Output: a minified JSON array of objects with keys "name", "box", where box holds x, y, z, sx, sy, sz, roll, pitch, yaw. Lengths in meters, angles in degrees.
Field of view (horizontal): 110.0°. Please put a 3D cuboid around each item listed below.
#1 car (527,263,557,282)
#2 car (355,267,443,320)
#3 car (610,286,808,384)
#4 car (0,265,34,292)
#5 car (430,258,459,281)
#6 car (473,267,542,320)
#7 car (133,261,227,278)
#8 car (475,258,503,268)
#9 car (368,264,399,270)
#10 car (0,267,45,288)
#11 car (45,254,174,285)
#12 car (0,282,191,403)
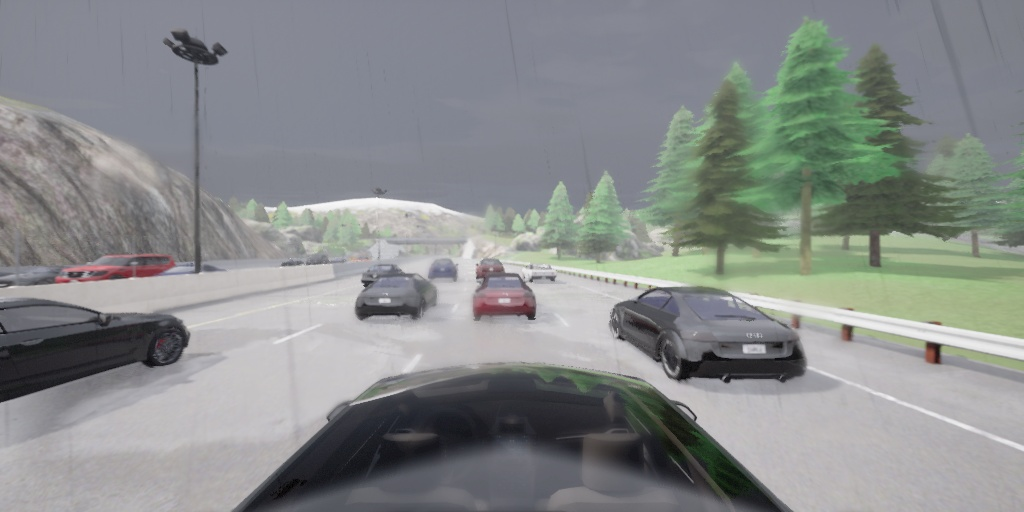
[{"name":"car","box":[1.940,1.210,26.926,1.895,1.301,4.718,0,0,-7]},{"name":"car","box":[-3.811,1.263,12.459,1.994,1.385,4.181,0,0,-3]},{"name":"car","box":[3.407,1.279,7.120,1.994,1.385,4.181,0,0,-1]},{"name":"car","box":[-28.976,1.264,18.399,2.033,1.411,5.357,0,0,-6]},{"name":"car","box":[-5.279,0.970,27.997,2.097,1.767,4.553,0,0,-7]},{"name":"car","box":[-0.309,1.256,12.403,1.994,1.385,4.181,0,0,-3]},{"name":"car","box":[-18.693,1.209,20.844,1.812,1.442,4.674,0,0,-6]},{"name":"car","box":[-1.765,0.962,28.117,2.097,1.767,4.553,0,0,-7]},{"name":"car","box":[-8.187,1.196,23.258,2.033,1.411,5.357,0,0,-6]},{"name":"car","box":[-25.644,1.266,19.907,1.994,1.385,4.181,0,0,-6]},{"name":"car","box":[-22.181,0.916,20.607,2.150,2.045,5.566,0,0,-6]},{"name":"car","box":[-7.028,1.272,4.862,1.812,1.442,4.674,0,0,-1]}]
